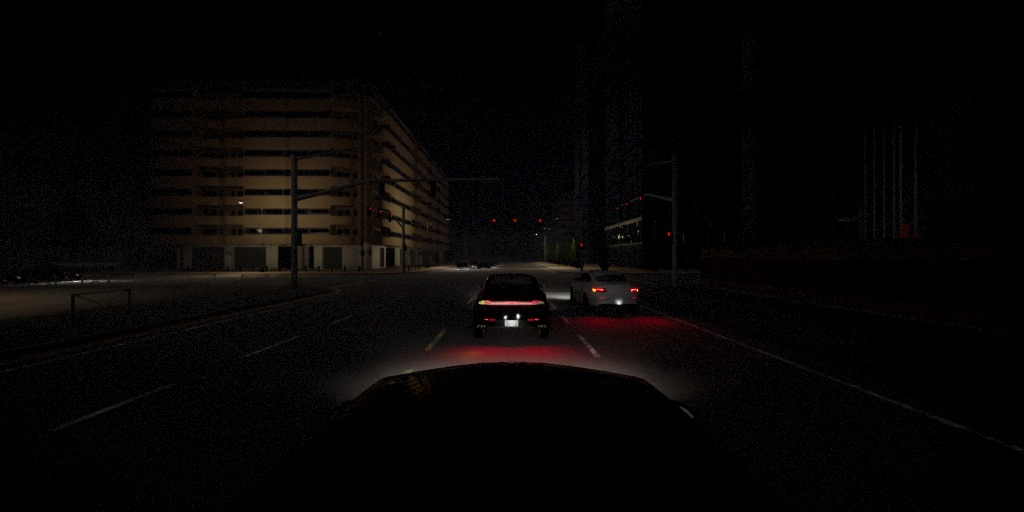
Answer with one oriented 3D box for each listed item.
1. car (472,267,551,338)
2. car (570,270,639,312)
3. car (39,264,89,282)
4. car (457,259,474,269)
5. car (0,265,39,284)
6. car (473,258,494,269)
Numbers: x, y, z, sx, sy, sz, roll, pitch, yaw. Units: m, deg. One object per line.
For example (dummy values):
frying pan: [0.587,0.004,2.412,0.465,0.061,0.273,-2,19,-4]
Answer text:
car: [-0.011,1.241,10.170,2.128,1.511,4.902,0,0,0]
car: [3.475,1.275,13.991,1.812,1.442,4.674,0,0,0]
car: [-37.512,1.367,29.299,4.181,1.385,1.994,0,0,0]
car: [-7.832,1.347,58.580,1.895,1.301,4.718,0,0,0]
car: [-37.911,1.309,25.797,4.892,1.490,1.837,0,0,0]
car: [-4.341,1.293,55.468,2.033,1.411,5.357,0,0,0]
